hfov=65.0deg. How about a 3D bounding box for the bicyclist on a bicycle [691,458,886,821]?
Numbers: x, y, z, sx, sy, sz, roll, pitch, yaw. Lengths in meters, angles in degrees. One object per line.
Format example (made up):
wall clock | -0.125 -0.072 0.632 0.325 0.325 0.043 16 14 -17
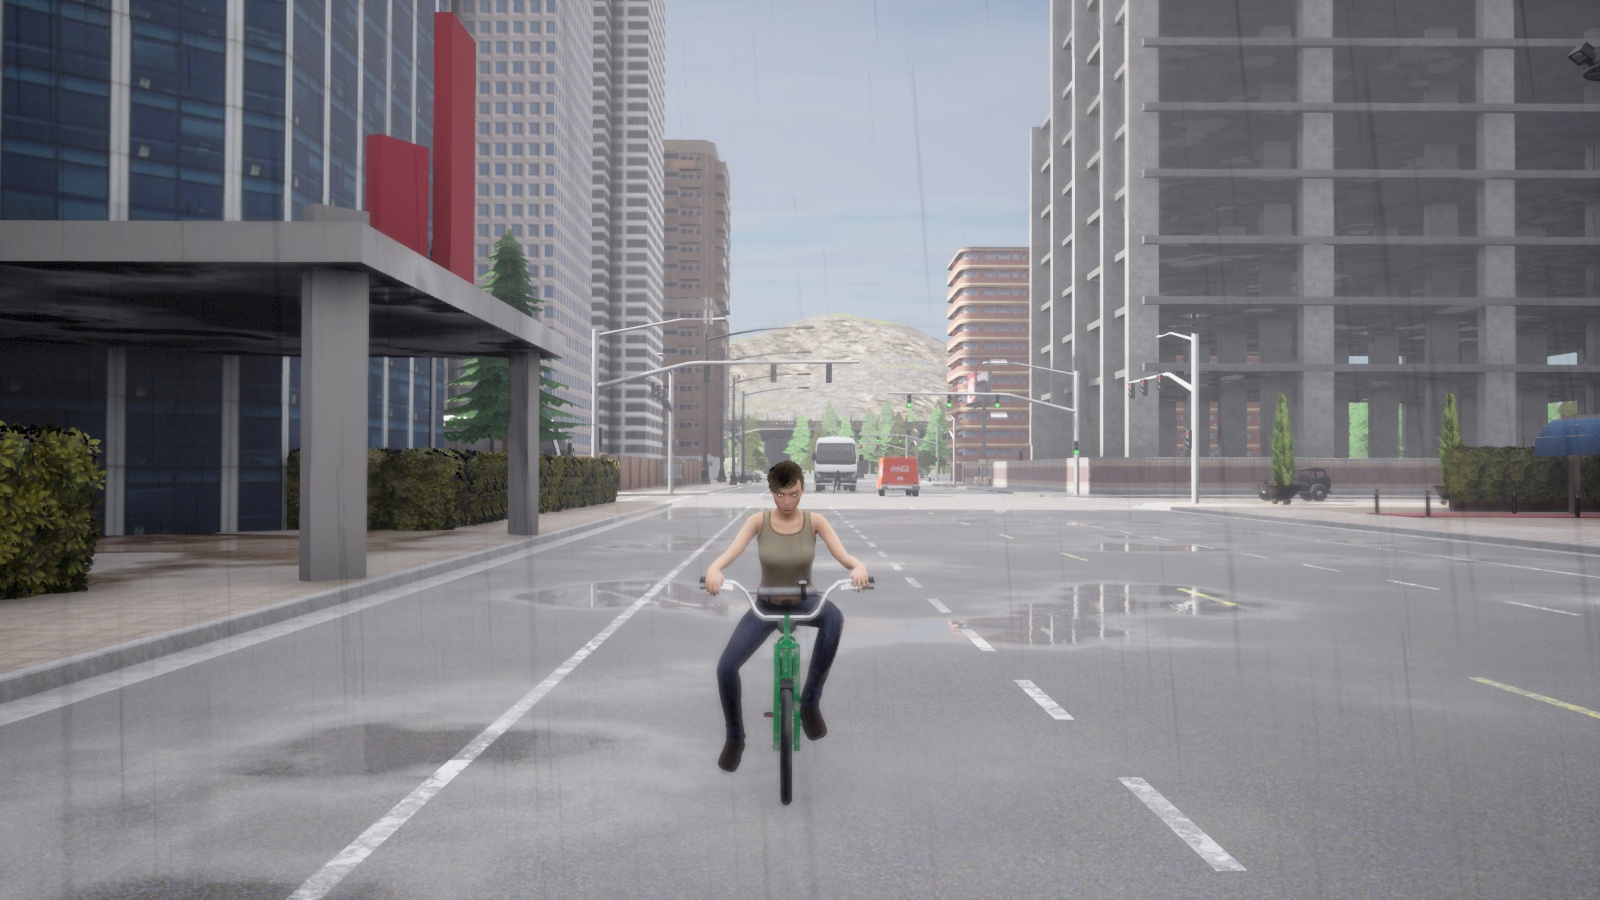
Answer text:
bicyclist on a bicycle | -0.061 0.858 6.372 0.866 1.612 1.509 0 -1 -1

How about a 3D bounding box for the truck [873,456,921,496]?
truck | 6.184 1.650 80.400 2.627 2.467 5.204 0 -1 -1

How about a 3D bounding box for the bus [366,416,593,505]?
bus | -15.772 0.549 62.540 10.273 4.253 3.944 0 -1 0

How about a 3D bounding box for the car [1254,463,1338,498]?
car | 27.429 1.666 69.556 3.866 1.878 1.905 0 -1 0
